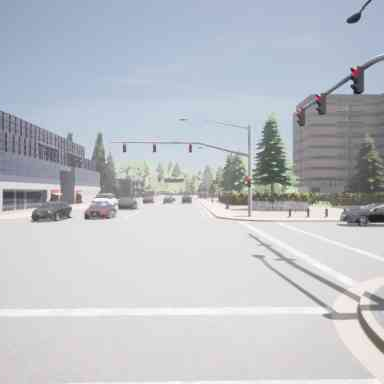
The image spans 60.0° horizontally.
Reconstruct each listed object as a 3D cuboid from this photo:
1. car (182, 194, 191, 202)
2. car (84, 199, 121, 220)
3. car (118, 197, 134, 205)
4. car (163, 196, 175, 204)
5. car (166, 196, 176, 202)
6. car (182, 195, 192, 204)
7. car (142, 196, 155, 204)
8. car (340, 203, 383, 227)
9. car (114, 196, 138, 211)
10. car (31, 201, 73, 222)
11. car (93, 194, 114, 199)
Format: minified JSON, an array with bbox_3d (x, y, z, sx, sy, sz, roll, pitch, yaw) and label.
[{"bbox_3d":[-1.223,1.355,75.056,2.097,1.767,4.553,0,0,-1],"label":"car"},{"bbox_3d":[-7.633,1.564,28.027,1.994,1.385,4.181,0,0,-1],"label":"car"},{"bbox_3d":[-11.573,1.564,58.608,1.994,1.385,4.181,0,0,0],"label":"car"},{"bbox_3d":[-4.582,1.547,64.666,2.033,1.411,5.357,0,0,-1],"label":"car"},{"bbox_3d":[-4.728,1.510,75.301,1.895,1.301,4.718,0,0,-1],"label":"car"},{"bbox_3d":[-0.985,1.505,64.990,1.837,1.490,4.892,0,0,-1],"label":"car"},{"bbox_3d":[-8.099,1.477,62.179,1.882,1.535,5.008,0,0,0],"label":"car"},{"bbox_3d":[12.499,1.492,22.272,4.902,1.511,2.128,0,0,-1],"label":"car"},{"bbox_3d":[-7.854,1.477,40.993,1.882,1.535,5.008,0,0,-1],"label":"car"},{"bbox_3d":[-11.107,1.505,26.722,1.837,1.490,4.892,0,0,-1],"label":"car"},{"bbox_3d":[-11.381,1.223,43.266,2.150,2.045,5.566,0,0,-1],"label":"car"}]
